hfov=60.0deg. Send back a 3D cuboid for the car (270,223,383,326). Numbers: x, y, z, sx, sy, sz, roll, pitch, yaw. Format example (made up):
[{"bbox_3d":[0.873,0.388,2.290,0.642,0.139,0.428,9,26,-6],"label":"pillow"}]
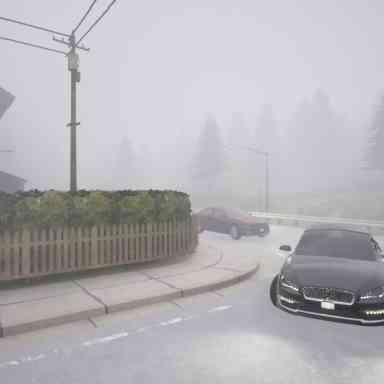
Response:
[{"bbox_3d":[3.182,1.505,7.316,1.837,1.490,4.892,0,0,27],"label":"car"}]

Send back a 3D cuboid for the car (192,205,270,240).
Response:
[{"bbox_3d":[1.882,1.478,17.452,1.882,1.535,5.008,0,0,-33],"label":"car"}]
